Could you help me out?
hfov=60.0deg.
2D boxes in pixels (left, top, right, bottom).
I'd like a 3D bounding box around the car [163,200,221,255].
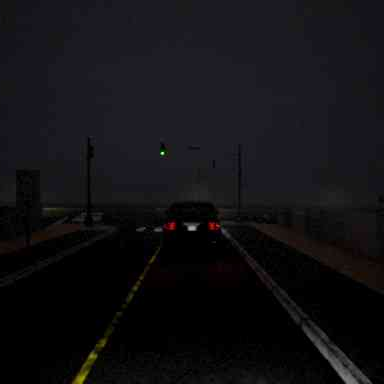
[{"bbox_3d":[0.001,1.347,14.030,2.150,2.045,5.566,0,0,0],"label":"car"}]
